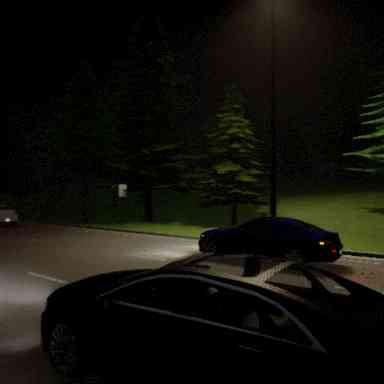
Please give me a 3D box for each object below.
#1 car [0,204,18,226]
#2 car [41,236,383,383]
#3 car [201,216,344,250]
[{"bbox_3d":[-13.385,1.521,22.120,4.674,1.442,1.812,0,0,35],"label":"car"},{"bbox_3d":[0.194,1.491,3.853,4.902,1.511,2.128,0,0,35],"label":"car"},{"bbox_3d":[2.393,1.525,10.884,4.674,1.442,1.812,0,0,35],"label":"car"}]
